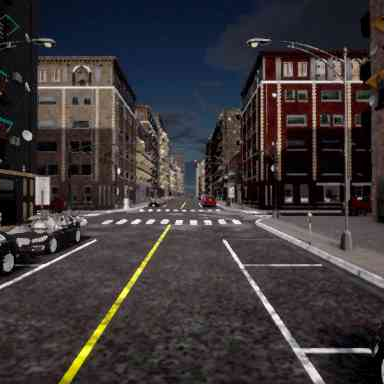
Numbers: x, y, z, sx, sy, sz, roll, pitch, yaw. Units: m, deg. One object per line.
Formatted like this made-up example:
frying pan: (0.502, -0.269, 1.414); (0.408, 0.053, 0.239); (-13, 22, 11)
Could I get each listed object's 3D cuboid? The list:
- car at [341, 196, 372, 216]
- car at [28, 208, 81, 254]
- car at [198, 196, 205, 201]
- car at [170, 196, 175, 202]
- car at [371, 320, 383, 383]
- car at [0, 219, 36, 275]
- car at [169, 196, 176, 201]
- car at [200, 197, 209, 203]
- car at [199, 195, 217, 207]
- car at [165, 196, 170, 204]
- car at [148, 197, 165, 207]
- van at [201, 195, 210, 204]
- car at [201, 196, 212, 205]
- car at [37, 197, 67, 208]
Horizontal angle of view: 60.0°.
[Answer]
car: (15.753, 1.257, 29.206); (5.009, 1.841, 2.192); (0, -1, 0)
car: (-5.805, 1.558, 13.363); (2.008, 1.369, 4.403); (1, 0, 0)
car: (2.702, 1.784, 95.479); (1.947, 1.339, 4.313); (1, 0, 0)
car: (-5.677, 1.703, 78.908); (2.008, 1.369, 4.403); (1, 0, 0)
car: (2.842, 1.549, 2.004); (2.008, 1.369, 4.403); (1, 0, 0)
car: (-5.796, 1.552, 7.832); (2.008, 1.369, 4.403); (1, 0, 0)
car: (-5.679, 1.800, 95.477); (1.802, 1.307, 4.206); (1, 0, 0)
car: (2.703, 1.714, 73.385); (1.802, 1.307, 4.206); (1, 0, 0)
car: (2.707, 1.385, 51.293); (2.192, 1.841, 5.009); (1, 0, 0)
car: (-5.677, 1.641, 62.338); (1.887, 1.381, 4.507); (1, 0, 0)
car: (-5.677, 1.636, 51.290); (1.947, 1.339, 4.313); (1, 0, 0)
van: (2.706, 1.455, 67.863); (1.690, 1.788, 3.998); (1, 0, 0)
car: (2.705, 1.537, 62.342); (1.967, 1.590, 4.097); (1, 0, 0)
car: (-16.728, 1.456, 37.647); (5.009, 1.841, 2.192); (0, -1, 0)
